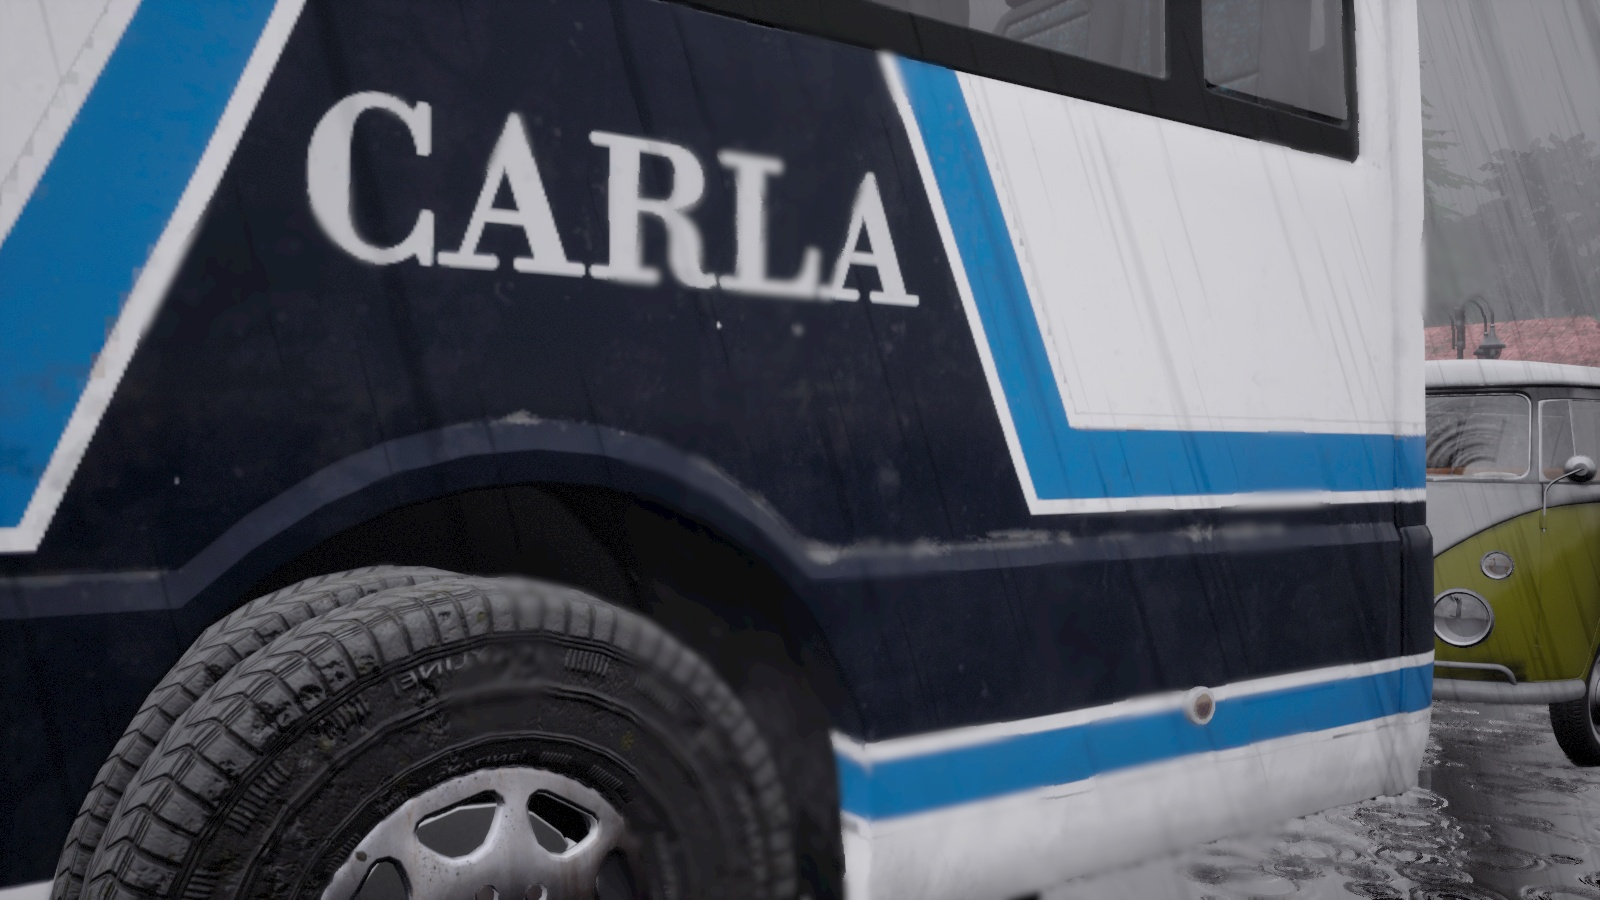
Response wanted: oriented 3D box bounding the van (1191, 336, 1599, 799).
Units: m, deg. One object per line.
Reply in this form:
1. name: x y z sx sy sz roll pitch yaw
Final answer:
1. van: 4.460 0.506 7.382 4.442 1.987 1.775 0 0 -35

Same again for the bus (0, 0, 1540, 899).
1. bus: -3.492 -0.620 1.849 10.273 4.253 3.944 0 0 -35
